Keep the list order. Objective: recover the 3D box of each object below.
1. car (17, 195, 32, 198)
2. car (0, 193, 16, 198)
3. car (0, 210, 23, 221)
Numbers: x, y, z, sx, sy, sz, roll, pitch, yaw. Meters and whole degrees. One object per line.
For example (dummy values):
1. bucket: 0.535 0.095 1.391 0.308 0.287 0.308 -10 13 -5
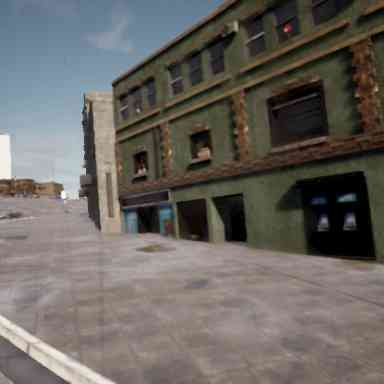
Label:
1. car: -43.558 1.392 83.997 2.002 1.452 4.674 -6 -4 13
2. car: -44.823 1.134 78.630 2.163 1.488 4.792 -6 -4 14
3. car: -26.990 3.440 49.104 2.128 1.511 4.902 -5 -1 3
